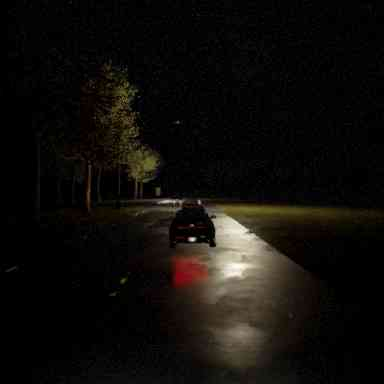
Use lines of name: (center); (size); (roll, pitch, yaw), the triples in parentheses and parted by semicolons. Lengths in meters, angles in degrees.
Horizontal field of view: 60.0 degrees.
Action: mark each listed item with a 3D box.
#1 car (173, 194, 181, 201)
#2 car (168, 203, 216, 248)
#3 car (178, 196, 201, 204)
car: (-3.292, 1.206, 75.937); (1.837, 1.490, 4.892); (0, 0, 0)
car: (0.011, 1.473, 14.604); (1.837, 1.490, 4.892); (-2, 0, 0)
car: (0.078, 1.402, 29.605); (2.128, 1.511, 4.902); (0, 0, 0)
